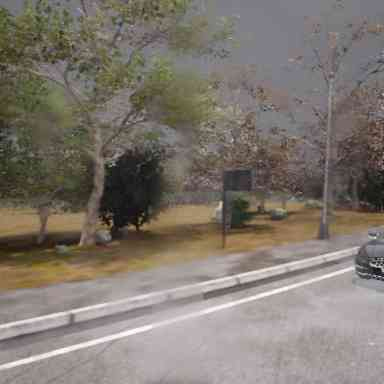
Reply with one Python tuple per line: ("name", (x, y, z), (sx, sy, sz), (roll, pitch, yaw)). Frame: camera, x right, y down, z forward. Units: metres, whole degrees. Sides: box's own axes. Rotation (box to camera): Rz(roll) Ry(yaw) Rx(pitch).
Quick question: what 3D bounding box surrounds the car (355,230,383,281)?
("car", (6.164, 1.490, 8.928), (4.892, 1.490, 1.837), (0, 1, -40))
